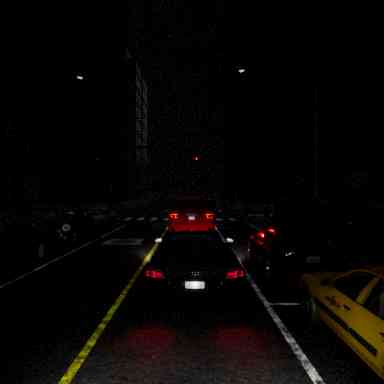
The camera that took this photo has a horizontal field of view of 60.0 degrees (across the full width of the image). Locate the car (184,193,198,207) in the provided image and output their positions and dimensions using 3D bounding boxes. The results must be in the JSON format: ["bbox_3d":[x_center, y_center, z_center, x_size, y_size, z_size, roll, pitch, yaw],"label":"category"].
[{"bbox_3d":[-0.088,1.235,52.250,2.150,2.045,5.566,0,0,2],"label":"car"}]

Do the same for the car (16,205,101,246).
[{"bbox_3d":[-5.775,1.441,15.034,1.967,1.590,4.097,0,0,0],"label":"car"}]

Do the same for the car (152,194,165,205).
[{"bbox_3d":[-5.805,1.329,57.899,2.192,1.841,5.009,0,0,0],"label":"car"}]

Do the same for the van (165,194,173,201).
[{"bbox_3d":[-5.824,1.372,85.087,1.690,1.788,3.998,0,0,0],"label":"van"}]

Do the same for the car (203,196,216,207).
[{"bbox_3d":[2.724,1.452,52.467,1.967,1.590,4.097,0,0,0],"label":"car"}]

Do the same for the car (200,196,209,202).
[{"bbox_3d":[2.709,1.568,74.217,1.887,1.381,4.507,0,0,0],"label":"car"}]

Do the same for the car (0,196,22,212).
[{"bbox_3d":[-17.941,1.171,31.941,4.902,1.511,2.128,1,0,0],"label":"car"}]

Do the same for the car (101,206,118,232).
[{"bbox_3d":[-5.778,1.527,20.321,1.752,1.417,4.829,0,0,0],"label":"car"}]

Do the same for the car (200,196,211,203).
[{"bbox_3d":[2.713,1.571,68.779,2.008,1.369,4.403,0,0,0],"label":"car"}]

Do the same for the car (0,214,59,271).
[{"bbox_3d":[-5.771,1.545,9.577,1.887,1.381,4.507,0,0,0],"label":"car"}]

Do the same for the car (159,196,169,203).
[{"bbox_3d":[-5.812,1.602,68.773,1.802,1.307,4.206,0,0,0],"label":"car"}]

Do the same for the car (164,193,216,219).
[{"bbox_3d":[-0.009,1.223,17.131,2.150,2.045,5.566,0,0,0],"label":"car"}]

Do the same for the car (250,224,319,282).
[{"bbox_3d":[2.754,1.566,9.585,1.947,1.339,4.313,0,0,0],"label":"car"}]

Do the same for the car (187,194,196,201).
[{"bbox_3d":[-0.059,1.385,83.451,2.097,1.767,4.553,0,0,0],"label":"car"}]

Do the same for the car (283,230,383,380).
[{"bbox_3d":[2.758,1.525,4.298,1.752,1.417,4.829,0,0,0],"label":"car"}]

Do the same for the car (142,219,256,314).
[{"bbox_3d":[0.054,1.564,7.711,1.994,1.385,4.181,0,0,0],"label":"car"}]

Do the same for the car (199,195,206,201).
[{"bbox_3d":[2.701,1.557,85.262,1.752,1.417,4.829,0,0,0],"label":"car"}]

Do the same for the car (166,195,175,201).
[{"bbox_3d":[-5.828,1.586,90.524,2.008,1.369,4.403,0,0,0],"label":"car"}]

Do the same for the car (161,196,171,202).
[{"bbox_3d":[-5.816,1.549,74.041,1.752,1.417,4.829,0,0,0],"label":"car"}]
